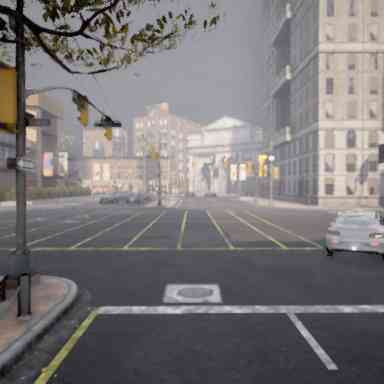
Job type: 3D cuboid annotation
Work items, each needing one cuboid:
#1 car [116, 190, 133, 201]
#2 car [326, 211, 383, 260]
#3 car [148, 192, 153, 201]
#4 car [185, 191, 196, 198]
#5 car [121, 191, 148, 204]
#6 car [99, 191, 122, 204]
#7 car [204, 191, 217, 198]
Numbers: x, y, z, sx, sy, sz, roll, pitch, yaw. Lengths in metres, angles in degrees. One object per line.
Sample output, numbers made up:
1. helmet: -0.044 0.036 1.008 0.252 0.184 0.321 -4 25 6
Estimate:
1. car: -11.505 0.636 56.988 2.097 1.767 4.553 0 1 0
2. car: 5.961 1.377 11.761 1.812 1.442 4.674 0 0 31
3. car: -8.002 0.779 57.942 1.837 1.490 4.892 0 0 1
4. car: -0.381 0.424 73.083 2.128 1.511 4.902 0 1 -8
5. car: -8.014 0.904 46.821 2.128 1.511 4.902 0 1 1
6. car: -11.511 0.942 46.509 1.812 1.442 4.674 0 1 0
7. car: 4.189 0.548 73.112 1.994 1.385 4.181 0 1 20
